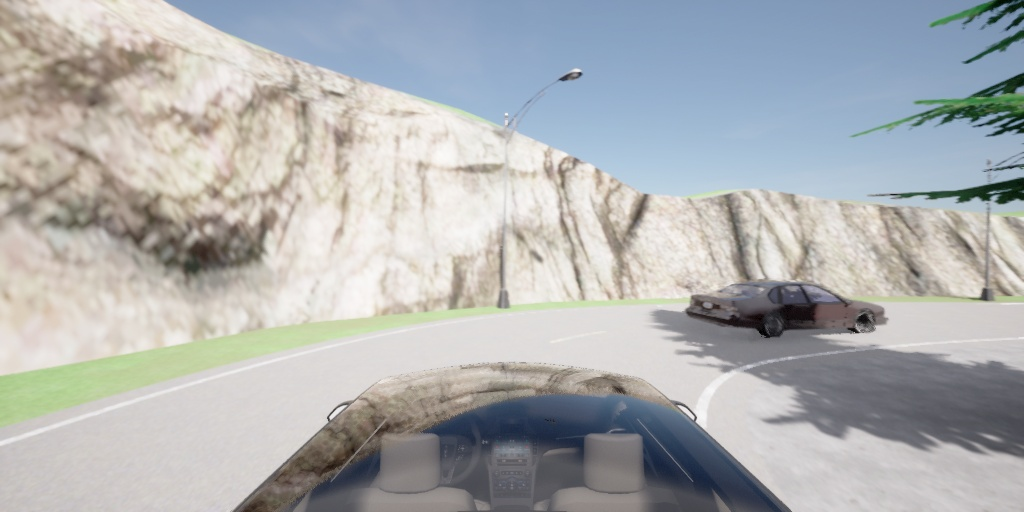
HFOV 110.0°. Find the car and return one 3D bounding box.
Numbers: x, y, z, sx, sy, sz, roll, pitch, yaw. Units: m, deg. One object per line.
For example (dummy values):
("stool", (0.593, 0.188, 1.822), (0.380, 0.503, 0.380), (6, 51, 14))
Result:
("car", (7.701, 1.404, 10.170), (5.357, 1.411, 2.033), (1, 0, -13))
